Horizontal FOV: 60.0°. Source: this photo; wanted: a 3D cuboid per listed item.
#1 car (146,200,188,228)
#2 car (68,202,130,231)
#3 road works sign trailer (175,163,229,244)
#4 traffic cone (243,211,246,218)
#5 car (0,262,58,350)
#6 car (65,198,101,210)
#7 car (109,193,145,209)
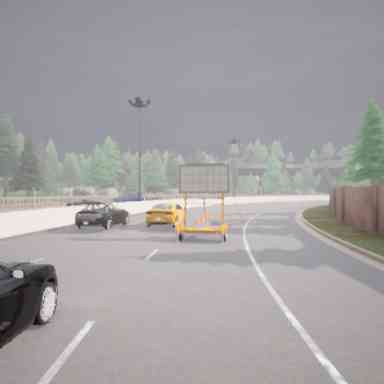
[{"bbox_3d":[-1.552,1.443,22.127,1.882,1.535,5.008,0,0,10],"label":"car"},{"bbox_3d":[-5.378,1.460,20.522,2.128,1.511,4.902,0,0,9],"label":"car"},{"bbox_3d":[0.597,0.440,15.816,2.380,3.560,2.880,0,0,11],"label":"road works sign trailer"},{"bbox_3d":[4.467,1.912,28.321,0.340,0.580,0.340,0,0,11],"label":"traffic cone"},{"bbox_3d":[-3.361,1.471,4.010,1.882,1.535,5.008,0,0,1],"label":"car"},{"bbox_3d":[-13.982,1.535,42.914,1.895,1.301,4.718,0,0,21],"label":"car"},{"bbox_3d":[-8.914,1.150,46.188,2.150,2.045,5.566,0,0,23],"label":"car"}]
